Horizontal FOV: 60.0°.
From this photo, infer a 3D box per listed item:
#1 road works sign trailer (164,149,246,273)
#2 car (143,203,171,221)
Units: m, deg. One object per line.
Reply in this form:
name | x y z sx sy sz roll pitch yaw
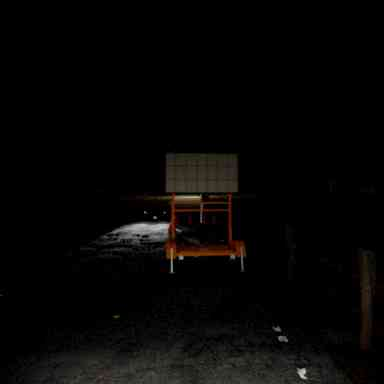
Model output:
road works sign trailer | 0.292 0.456 10.673 2.380 3.560 2.880 0 0 -6
car | -2.707 1.570 26.549 1.895 1.301 4.718 0 0 0
